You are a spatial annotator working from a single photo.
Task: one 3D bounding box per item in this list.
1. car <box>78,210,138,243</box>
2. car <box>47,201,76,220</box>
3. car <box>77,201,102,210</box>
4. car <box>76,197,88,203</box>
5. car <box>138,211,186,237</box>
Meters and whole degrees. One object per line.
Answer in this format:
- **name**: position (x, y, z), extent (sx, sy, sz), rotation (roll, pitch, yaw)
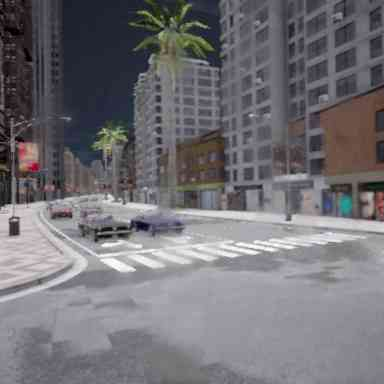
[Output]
- **car**: position (-4.799, 1.873, 18.033), extent (1.895, 1.301, 4.718), rotation (-1, 0, -29)
- **car**: position (-13.677, 2.024, 34.732), extent (1.882, 1.535, 5.008), rotation (-1, 0, -27)
- **car**: position (-11.145, 2.080, 36.946), extent (1.994, 1.385, 4.181), rotation (-1, 0, -26)
- **car**: position (-17.829, 1.851, 51.103), extent (2.128, 1.511, 4.902), rotation (-1, 0, -24)
- **car**: position (-2.129, 1.838, 19.917), extent (1.895, 1.301, 4.718), rotation (-1, 0, -27)
